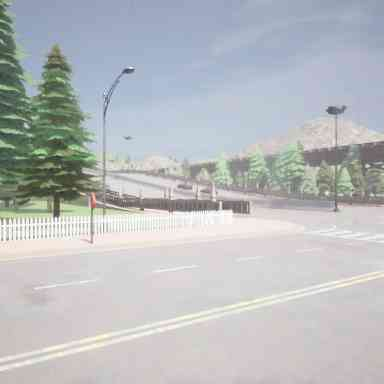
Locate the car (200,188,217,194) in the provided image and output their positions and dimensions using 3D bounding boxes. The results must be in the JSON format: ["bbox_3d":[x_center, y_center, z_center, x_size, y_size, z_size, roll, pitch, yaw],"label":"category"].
[{"bbox_3d":[3.555,-0.204,70.524,1.812,1.442,4.674,0,7,-34],"label":"car"}]

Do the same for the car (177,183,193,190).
[{"bbox_3d":[-1.701,-1.376,78.265,2.128,1.511,4.902,0,7,-34],"label":"car"}]
